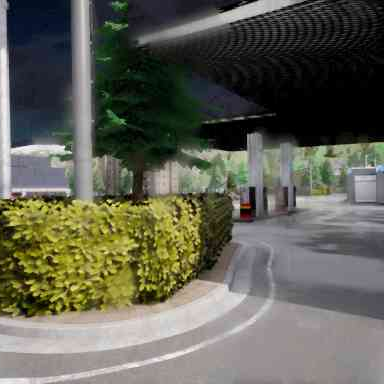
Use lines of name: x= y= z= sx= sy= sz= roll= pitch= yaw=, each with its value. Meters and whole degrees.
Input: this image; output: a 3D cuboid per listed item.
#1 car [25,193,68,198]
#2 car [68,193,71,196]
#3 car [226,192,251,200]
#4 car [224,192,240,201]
car: x=-14.743 y=1.183 z=33.582 sx=3.866 sy=1.878 sz=1.905 roll=-1 pitch=1 yaw=35
car: x=-24.199 y=1.124 z=63.874 sx=3.866 sy=1.878 sz=1.905 roll=-1 pitch=1 yaw=35
car: x=9.251 y=0.811 z=66.483 sx=4.514 sy=1.523 sz=2.007 roll=-1 pitch=1 yaw=35
car: x=7.477 y=0.850 z=63.896 sx=5.027 sy=1.636 sz=2.152 roll=-1 pitch=1 yaw=35
